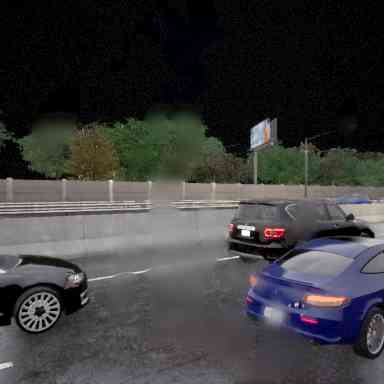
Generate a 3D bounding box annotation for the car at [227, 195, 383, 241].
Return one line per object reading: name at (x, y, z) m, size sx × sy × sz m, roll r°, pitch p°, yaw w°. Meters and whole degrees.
car at (3.651, 1.226, 10.745) m, size 5.566 × 2.045 × 2.150 m, roll 0°, pitch 0°, yaw -36°

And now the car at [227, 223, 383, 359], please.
car at (2.987, 1.528, 5.951) m, size 4.674 × 1.442 × 1.812 m, roll 0°, pitch 0°, yaw -36°

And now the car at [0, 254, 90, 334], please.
car at (-4.117, 1.492, 5.097) m, size 4.902 × 1.511 × 2.128 m, roll 0°, pitch 0°, yaw -36°

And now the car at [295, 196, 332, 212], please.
car at (14.917, 1.397, 40.813) m, size 4.553 × 1.767 × 2.097 m, roll 0°, pitch 0°, yaw -36°
